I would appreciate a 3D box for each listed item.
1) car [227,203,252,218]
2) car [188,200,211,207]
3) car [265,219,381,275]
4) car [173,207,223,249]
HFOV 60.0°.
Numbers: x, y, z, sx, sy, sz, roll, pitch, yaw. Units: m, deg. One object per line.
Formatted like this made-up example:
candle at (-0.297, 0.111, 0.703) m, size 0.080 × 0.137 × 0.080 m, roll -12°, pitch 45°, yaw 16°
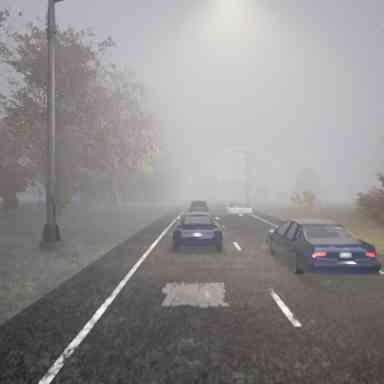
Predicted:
car at (4.130, 1.603, 29.744) m, size 1.895 × 1.301 × 4.718 m, roll 0°, pitch 0°, yaw 2°
car at (0.690, 1.506, 31.321) m, size 1.837 × 1.490 × 4.892 m, roll 0°, pitch 0°, yaw 2°
car at (3.681, 1.549, 10.411) m, size 2.033 × 1.411 × 5.357 m, roll 0°, pitch 0°, yaw 1°
car at (0.245, 1.565, 14.450) m, size 1.994 × 1.385 × 4.181 m, roll 0°, pitch 0°, yaw 1°
